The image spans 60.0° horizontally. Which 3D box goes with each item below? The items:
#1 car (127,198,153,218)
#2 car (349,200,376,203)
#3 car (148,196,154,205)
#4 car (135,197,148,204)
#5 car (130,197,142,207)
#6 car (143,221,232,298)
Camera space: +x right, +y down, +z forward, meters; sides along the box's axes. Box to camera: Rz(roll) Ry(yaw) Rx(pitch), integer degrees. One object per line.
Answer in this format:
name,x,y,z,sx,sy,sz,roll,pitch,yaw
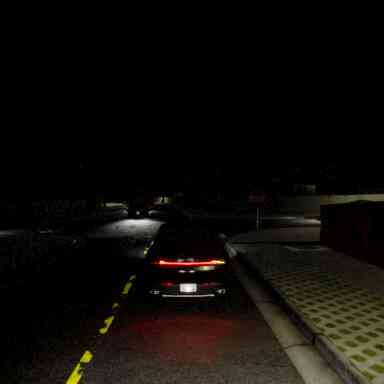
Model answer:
car,-4.967,1.577,30.999,2.128,1.511,4.902,0,0,-7
car,11.836,1.260,23.045,5.357,1.411,2.033,-1,1,3
car,-8.786,1.670,65.644,2.097,1.767,4.553,0,-1,-16
car,-11.587,1.805,75.369,2.128,1.511,4.902,0,-1,-18
car,-9.720,1.728,57.626,1.882,1.535,5.008,0,0,-13
car,-0.147,1.509,8.502,1.837,1.490,4.892,0,0,-2
